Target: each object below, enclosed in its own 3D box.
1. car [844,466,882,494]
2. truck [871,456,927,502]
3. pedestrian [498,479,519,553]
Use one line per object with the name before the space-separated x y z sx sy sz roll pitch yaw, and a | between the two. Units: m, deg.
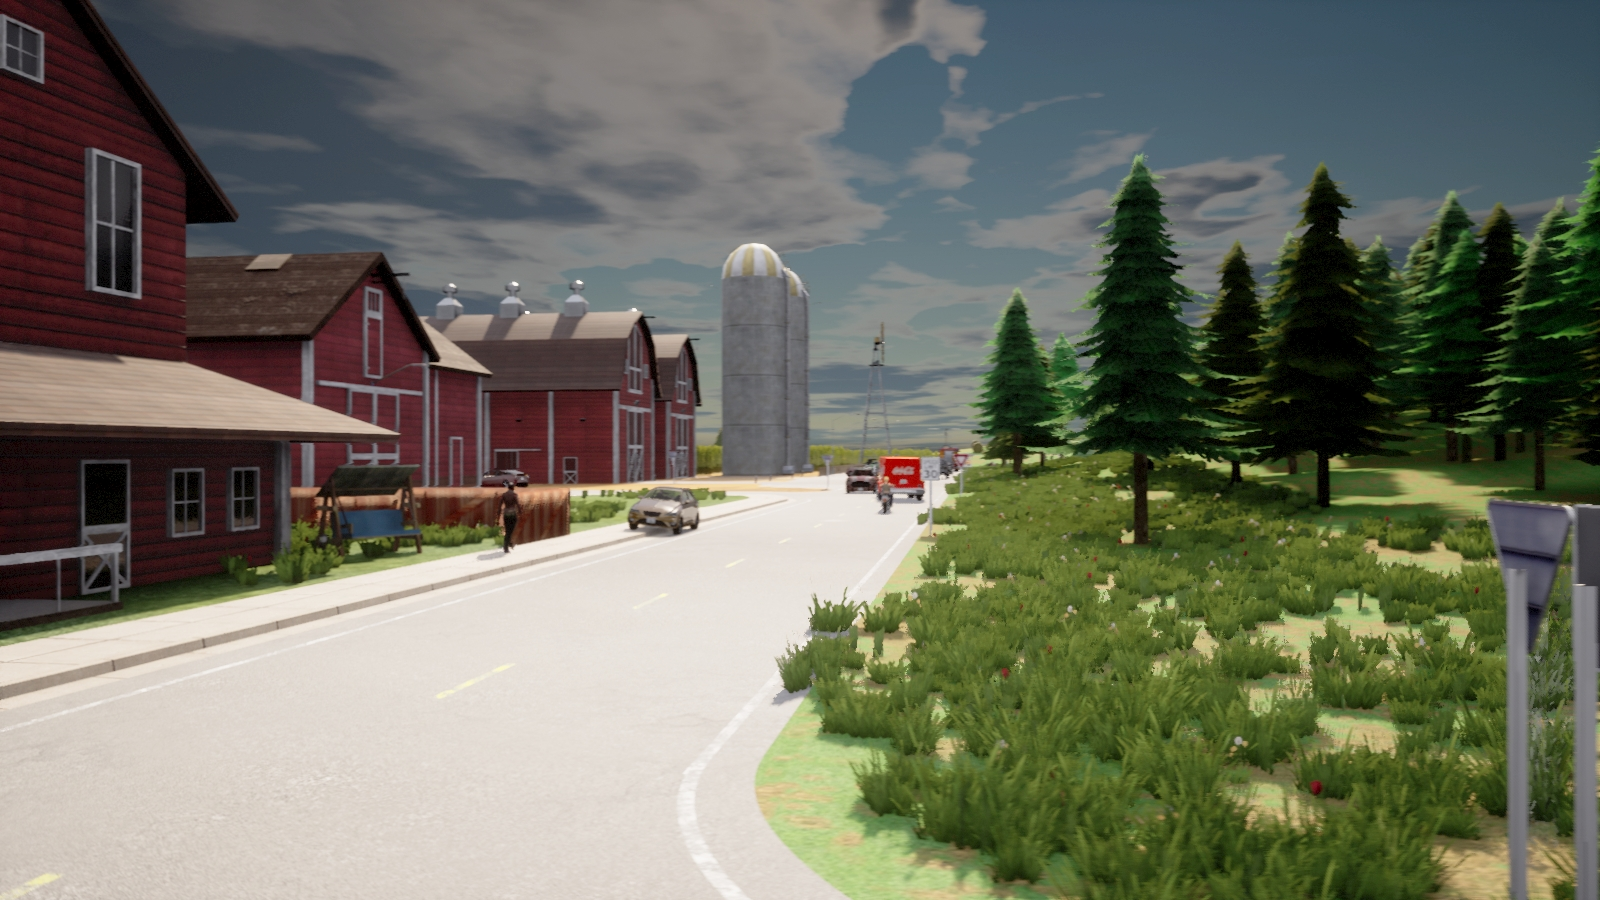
car | 4.297 1.996 76.835 2.097 1.767 4.553 0 -1 9
truck | 5.664 1.614 66.140 2.627 2.467 5.204 0 1 -2
pedestrian | -7.381 1.669 28.903 0.375 1.860 0.375 0 0 12
